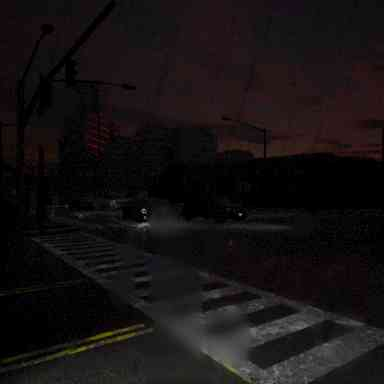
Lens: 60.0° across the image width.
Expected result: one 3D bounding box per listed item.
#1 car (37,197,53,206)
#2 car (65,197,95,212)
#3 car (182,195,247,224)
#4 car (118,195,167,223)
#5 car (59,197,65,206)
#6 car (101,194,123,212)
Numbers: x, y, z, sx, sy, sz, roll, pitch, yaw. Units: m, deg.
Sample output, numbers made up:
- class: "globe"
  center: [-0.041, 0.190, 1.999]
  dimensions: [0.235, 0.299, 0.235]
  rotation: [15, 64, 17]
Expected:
- class: "car"
  center: [-24.177, 1.534, 54.614]
  dimensions: [1.837, 1.490, 4.892]
  rotation: [0, 0, -36]
- class: "car"
  center: [-12.772, 1.477, 38.513]
  dimensions: [1.882, 1.535, 5.008]
  rotation: [0, 0, -35]
- class: "car"
  center: [1.539, 1.222, 25.173]
  dimensions: [2.150, 2.045, 5.566]
  rotation: [0, 0, -41]
- class: "car"
  center: [-3.669, 1.352, 25.302]
  dimensions: [2.097, 1.767, 4.553]
  rotation: [0, 0, -32]
- class: "car"
  center: [-21.146, 1.565, 56.389]
  dimensions: [1.994, 1.385, 4.181]
  rotation: [0, 0, -35]
- class: "car"
  center: [-8.951, 1.221, 39.185]
  dimensions: [2.150, 2.045, 5.566]
  rotation: [0, 0, -36]
